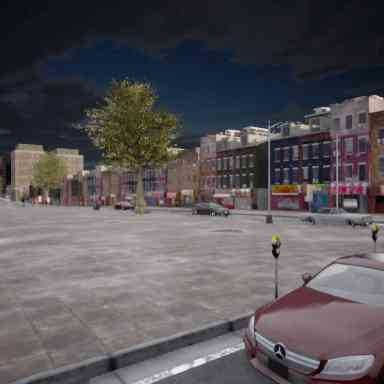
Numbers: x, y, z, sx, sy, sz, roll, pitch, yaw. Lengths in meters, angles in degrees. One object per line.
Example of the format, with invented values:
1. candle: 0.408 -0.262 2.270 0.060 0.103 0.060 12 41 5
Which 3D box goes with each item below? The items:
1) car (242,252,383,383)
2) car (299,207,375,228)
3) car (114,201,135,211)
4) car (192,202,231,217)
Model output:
1. car: 2.595 1.582 4.653 4.206 1.307 1.802 0 0 -35
2. car: 9.890 1.730 22.972 1.895 1.301 4.718 0 -1 -36
3. car: -10.523 2.178 51.622 1.882 1.535 5.008 0 -1 -35
4. car: 1.894 1.811 34.137 1.837 1.490 4.892 0 -1 -36
